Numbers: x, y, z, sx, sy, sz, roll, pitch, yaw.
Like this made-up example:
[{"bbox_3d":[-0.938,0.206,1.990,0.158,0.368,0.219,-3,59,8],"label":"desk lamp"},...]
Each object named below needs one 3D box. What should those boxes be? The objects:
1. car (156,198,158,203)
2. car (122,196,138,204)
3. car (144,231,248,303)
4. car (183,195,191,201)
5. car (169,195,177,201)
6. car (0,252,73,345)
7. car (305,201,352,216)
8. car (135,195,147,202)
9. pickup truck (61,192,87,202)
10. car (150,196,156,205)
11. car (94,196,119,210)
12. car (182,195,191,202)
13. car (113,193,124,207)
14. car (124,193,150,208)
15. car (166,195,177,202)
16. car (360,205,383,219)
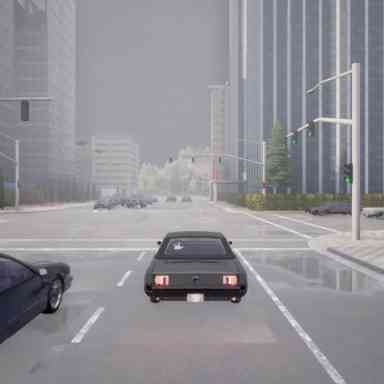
[{"bbox_3d":[-8.113,1.563,67.965,1.994,1.385,4.181,0,0,0],"label":"car"},{"bbox_3d":[-11.586,1.490,62.878,2.128,1.511,4.902,0,0,0],"label":"car"},{"bbox_3d":[0.069,1.601,8.153,1.895,1.301,4.718,0,0,0],"label":"car"},{"bbox_3d":[-1.367,1.539,84.774,2.033,1.411,5.357,0,0,-1],"label":"car"},{"bbox_3d":[-4.867,1.523,84.706,1.812,1.442,4.674,0,0,-1],"label":"car"},{"bbox_3d":[-3.435,1.547,4.558,2.033,1.411,5.357,0,0,0],"label":"car"},{"bbox_3d":[13.590,1.547,31.559,5.357,1.411,2.033,0,0,-3],"label":"car"},{"bbox_3d":[-11.746,1.462,76.746,1.994,1.385,4.181,0,0,-1],"label":"car"},{"bbox_3d":[-24.753,1.058,69.215,2.390,2.098,6.274,0,0,30],"label":"pickup truck"},{"bbox_3d":[-8.039,1.351,57.918,2.097,1.767,4.553,0,0,-1],"label":"car"},{"bbox_3d":[-11.332,1.564,43.322,1.994,1.385,4.181,0,0,-1],"label":"car"},{"bbox_3d":[-1.212,1.553,74.999,1.994,1.385,4.181,0,0,-1],"label":"car"},{"bbox_3d":[-11.467,1.221,52.655,2.150,2.045,5.566,0,0,-1],"label":"car"},{"bbox_3d":[-7.911,1.221,48.169,2.150,2.045,5.566,0,0,-1],"label":"car"},{"bbox_3d":[-4.702,1.500,74.538,1.837,1.490,4.892,0,0,-1],"label":"car"},{"bbox_3d":[16.945,1.601,28.051,4.718,1.301,1.895,0,0,0],"label":"car"}]
